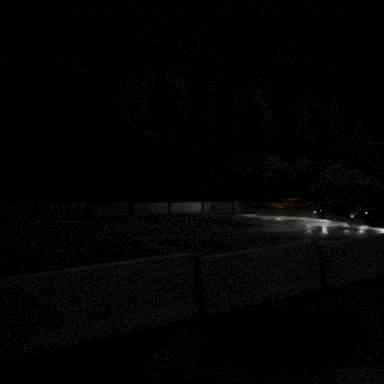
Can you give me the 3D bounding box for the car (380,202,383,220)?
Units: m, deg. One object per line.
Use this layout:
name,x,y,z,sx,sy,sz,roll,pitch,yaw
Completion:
car,14.334,1.554,21.170,4.674,1.442,1.812,1,1,-32

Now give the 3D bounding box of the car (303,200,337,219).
car,11.886,1.426,27.889,4.892,1.490,1.837,1,0,-32

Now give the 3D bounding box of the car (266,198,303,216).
car,8.922,1.316,30.166,5.008,1.535,1.882,1,1,-32

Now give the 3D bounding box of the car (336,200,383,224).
car,13.376,1.470,24.694,4.902,1.511,2.128,1,1,-32
